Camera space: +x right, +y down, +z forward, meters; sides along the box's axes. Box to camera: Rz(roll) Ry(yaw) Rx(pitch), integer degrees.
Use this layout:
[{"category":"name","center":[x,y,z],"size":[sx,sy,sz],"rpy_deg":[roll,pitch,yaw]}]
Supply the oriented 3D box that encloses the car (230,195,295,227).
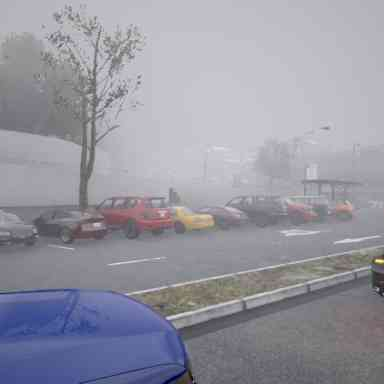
[{"category":"car","center":[3.736,1.262,22.832],"size":[5.566,2.045,2.435],"rpy_deg":[-1,-1,35]}]

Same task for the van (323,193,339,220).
[{"category":"van","center":[8.794,1.296,26.198],"size":[4.442,1.987,1.878],"rpy_deg":[-1,-1,35]}]

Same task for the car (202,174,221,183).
[{"category":"car","center":[5.559,-3.176,86.163],"size":[1.946,1.575,5.366],"rpy_deg":[7,3,34]}]

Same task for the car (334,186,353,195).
[{"category":"car","center":[26.148,0.136,56.410],"size":[2.002,1.452,4.674],"rpy_deg":[7,3,35]}]

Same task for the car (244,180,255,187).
[{"category":"car","center":[14.216,-1.813,73.854],"size":[1.946,1.575,5.366],"rpy_deg":[7,3,35]}]

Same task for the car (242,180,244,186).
[{"category":"car","center":[12.388,-2.044,76.178],"size":[2.002,1.452,4.674],"rpy_deg":[7,4,35]}]

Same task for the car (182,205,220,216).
[{"category":"car","center":[-1.304,1.503,19.456],"size":[5.366,1.575,1.946],"rpy_deg":[-1,-1,35]}]

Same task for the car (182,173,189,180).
[{"category":"car","center":[0.197,-4.085,93.368],"size":[2.185,1.767,4.553],"rpy_deg":[4,1,34]}]

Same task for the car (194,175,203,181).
[{"category":"car","center":[3.712,-3.699,88.425],"size":[2.435,2.045,5.566],"rpy_deg":[7,3,34]}]

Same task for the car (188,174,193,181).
[{"category":"car","center":[1.922,-3.851,90.895],"size":[2.185,1.767,4.553],"rpy_deg":[6,3,34]}]

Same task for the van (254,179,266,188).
[{"category":"van","center":[15.785,-1.765,71.120],"size":[1.878,1.987,4.442],"rpy_deg":[7,4,35]}]

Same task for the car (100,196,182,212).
[{"category":"car","center":[-3.627,1.248,17.633],"size":[5.566,2.045,2.435],"rpy_deg":[-1,-1,35]}]

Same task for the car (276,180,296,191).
[{"category":"car","center":[19.265,-0.993,66.280],"size":[2.231,1.521,4.892],"rpy_deg":[7,3,35]}]

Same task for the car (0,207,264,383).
[{"category":"car","center":[-2.459,1.221,1.383],"size":[5.566,2.045,2.150],"rpy_deg":[0,0,-35]}]

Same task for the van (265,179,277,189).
[{"category":"van","center":[17.509,-1.491,68.646],"size":[1.878,1.987,4.442],"rpy_deg":[7,4,35]}]

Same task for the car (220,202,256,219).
[{"category":"car","center":[1.305,1.548,21.079],"size":[4.674,1.452,2.002],"rpy_deg":[-1,-1,35]}]

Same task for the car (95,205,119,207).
[{"category":"car","center":[-6.075,1.524,15.892],"size":[4.792,1.488,2.163],"rpy_deg":[-1,-1,35]}]

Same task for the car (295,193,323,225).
[{"category":"car","center":[6.252,1.267,24.533],"size":[5.566,2.045,2.435],"rpy_deg":[-1,-1,35]}]

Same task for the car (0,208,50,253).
[{"category":"car","center":[-8.498,1.493,14.150],"size":[4.892,1.521,2.231],"rpy_deg":[-1,-1,35]}]

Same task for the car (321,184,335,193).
[{"category":"car","center":[24.462,-0.427,58.885],"size":[2.435,2.045,5.566],"rpy_deg":[7,3,35]}]

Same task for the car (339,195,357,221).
[{"category":"car","center":[11.206,1.403,27.944],"size":[4.553,1.767,2.185],"rpy_deg":[-1,-1,35]}]

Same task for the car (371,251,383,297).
[{"category":"car","center":[5.792,1.515,7.237],"size":[4.892,1.490,1.837],"rpy_deg":[0,0,-35]}]

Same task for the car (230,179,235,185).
[{"category":"car","center":[10.651,-2.318,78.643],"size":[2.002,1.452,4.674],"rpy_deg":[7,3,35]}]
